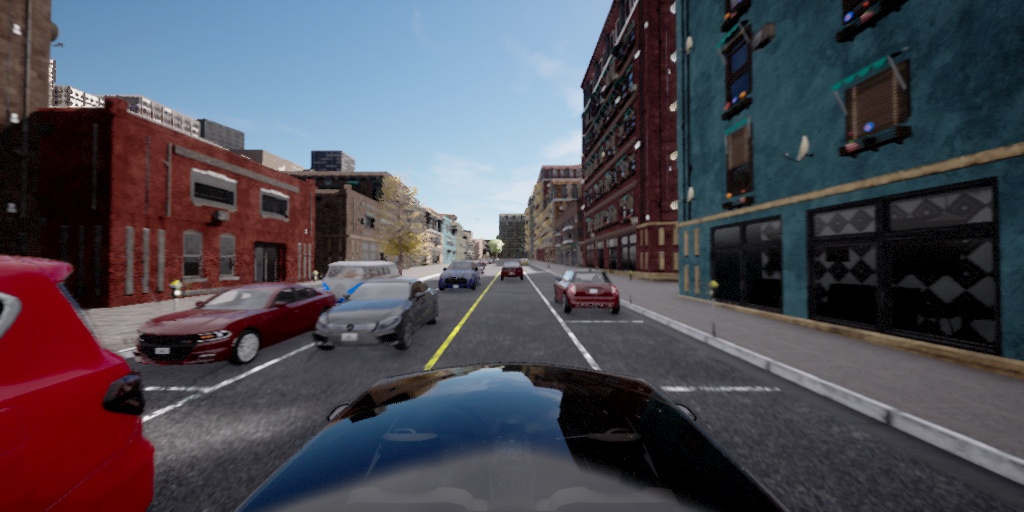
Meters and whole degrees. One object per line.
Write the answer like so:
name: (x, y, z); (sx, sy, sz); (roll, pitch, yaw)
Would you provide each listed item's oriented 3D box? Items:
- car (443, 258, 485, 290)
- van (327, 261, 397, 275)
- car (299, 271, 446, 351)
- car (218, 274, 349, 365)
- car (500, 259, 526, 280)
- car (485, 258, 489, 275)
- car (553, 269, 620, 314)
car: (-3.087, 1.097, 22.103); (2.097, 1.767, 4.553); (0, 0, 1)
van: (-5.690, 1.088, 13.760); (1.690, 1.789, 3.998); (0, 0, 0)
car: (-3.092, 1.274, 9.152); (1.812, 1.442, 4.674); (0, 0, 0)
car: (-5.690, 1.293, 8.073); (1.888, 1.381, 4.507); (0, 0, 0)
car: (0.009, 1.221, 30.931); (1.882, 1.535, 5.008); (0, 0, 0)
car: (-3.001, 0.912, 26.455); (1.994, 1.385, 4.181); (0, 0, 0)
car: (2.691, 1.187, 13.822); (1.967, 1.591, 4.097); (0, 0, 0)
